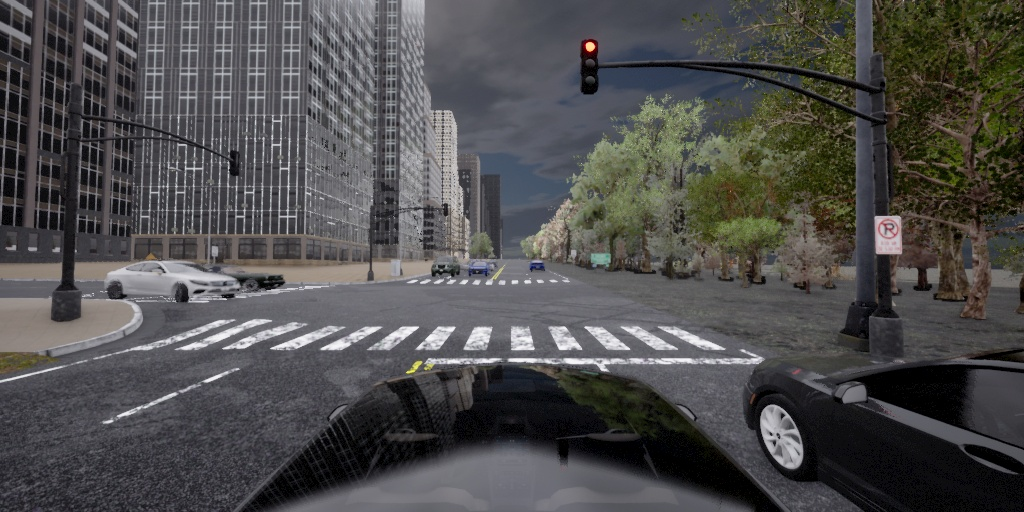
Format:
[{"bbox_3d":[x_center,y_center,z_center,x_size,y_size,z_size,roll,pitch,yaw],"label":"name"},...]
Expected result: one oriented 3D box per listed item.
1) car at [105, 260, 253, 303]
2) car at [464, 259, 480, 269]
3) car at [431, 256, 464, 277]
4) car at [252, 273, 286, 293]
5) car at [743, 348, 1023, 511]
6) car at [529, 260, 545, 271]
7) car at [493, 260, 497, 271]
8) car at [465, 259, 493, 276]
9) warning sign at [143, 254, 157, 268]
[{"bbox_3d":[-12.435,0.889,13.179,4.674,1.442,1.812,0,-2,11],"label":"car"},{"bbox_3d":[-6.573,1.277,59.905,2.128,1.511,4.902,0,0,0],"label":"car"},{"bbox_3d":[-6.595,0.995,36.238,2.150,2.045,5.566,0,0,0],"label":"car"},{"bbox_3d":[-13.896,1.100,17.494,4.718,1.301,1.895,1,-2,-7],"label":"car"},{"bbox_3d":[3.348,1.248,1.803,1.837,1.490,4.892,-1,0,0],"label":"car"},{"bbox_3d":[3.359,1.240,49.261,1.882,1.535,5.008,-1,0,0],"label":"car"},{"bbox_3d":[-3.342,1.381,46.419,1.895,1.301,4.718,0,0,0],"label":"car"},{"bbox_3d":[-3.339,1.252,37.094,1.882,1.535,5.008,0,0,0],"label":"car"},{"bbox_3d":[-26.156,0.734,25.896,1.060,1.860,1.300,0,0,-4],"label":"warning sign"}]
